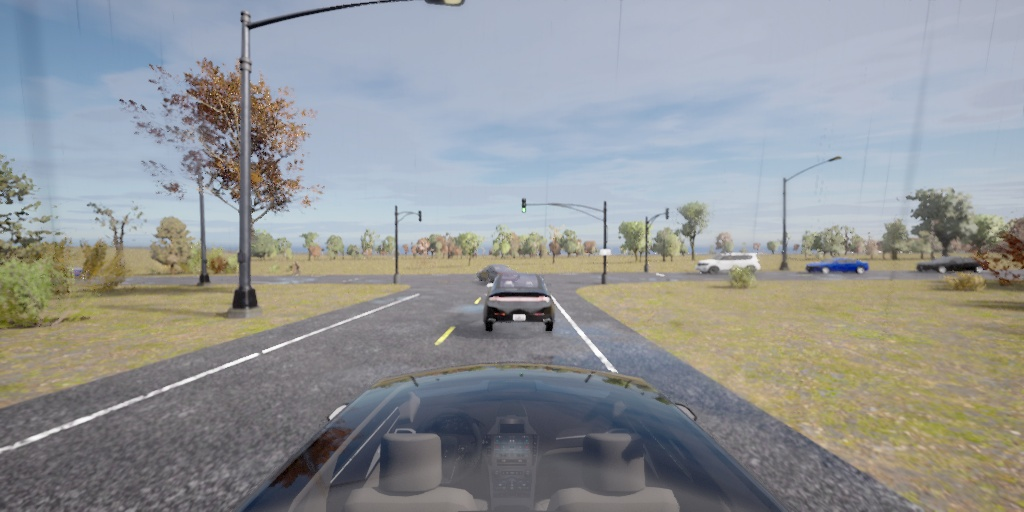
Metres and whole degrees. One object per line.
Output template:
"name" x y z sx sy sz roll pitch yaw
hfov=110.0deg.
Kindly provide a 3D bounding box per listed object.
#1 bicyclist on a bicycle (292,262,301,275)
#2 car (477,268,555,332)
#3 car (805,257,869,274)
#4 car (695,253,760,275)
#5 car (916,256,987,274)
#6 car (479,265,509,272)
"bicyclist on a bicycle" -25.796 1.501 42.877 0.582 1.620 1.656 -1 0 5
"car" 0.212 1.269 10.995 2.128 1.511 4.902 0 0 1
"car" 31.178 0.913 34.486 5.008 1.535 1.882 -1 1 4
"car" 21.173 0.770 35.270 5.566 2.045 2.150 -1 1 4
"car" 41.210 0.804 33.690 5.008 1.535 1.882 -1 1 5
"car" -1.247 1.372 27.699 2.033 1.411 5.357 0 0 -20
